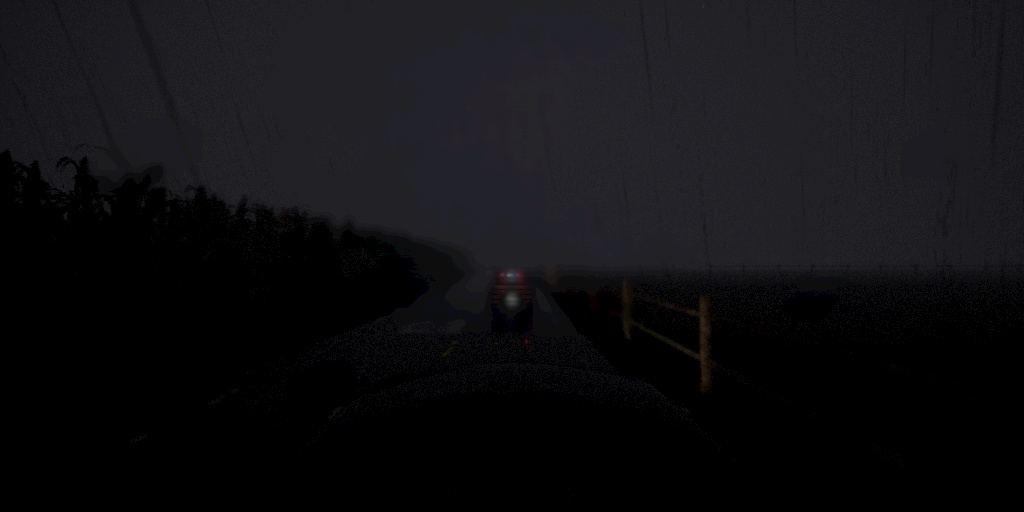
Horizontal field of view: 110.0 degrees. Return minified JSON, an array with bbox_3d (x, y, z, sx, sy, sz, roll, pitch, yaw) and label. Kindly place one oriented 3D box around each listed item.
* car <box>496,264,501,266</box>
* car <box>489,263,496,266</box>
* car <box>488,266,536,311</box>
[{"bbox_3d":[0.001,1.563,29.336,2.033,1.411,5.357,0,-1,0],"label":"car"},{"bbox_3d":[-2.816,1.851,61.556,2.033,1.411,5.357,0,0,1],"label":"car"},{"bbox_3d":[0.015,1.377,15.353,2.128,1.511,4.902,0,0,0],"label":"car"}]
